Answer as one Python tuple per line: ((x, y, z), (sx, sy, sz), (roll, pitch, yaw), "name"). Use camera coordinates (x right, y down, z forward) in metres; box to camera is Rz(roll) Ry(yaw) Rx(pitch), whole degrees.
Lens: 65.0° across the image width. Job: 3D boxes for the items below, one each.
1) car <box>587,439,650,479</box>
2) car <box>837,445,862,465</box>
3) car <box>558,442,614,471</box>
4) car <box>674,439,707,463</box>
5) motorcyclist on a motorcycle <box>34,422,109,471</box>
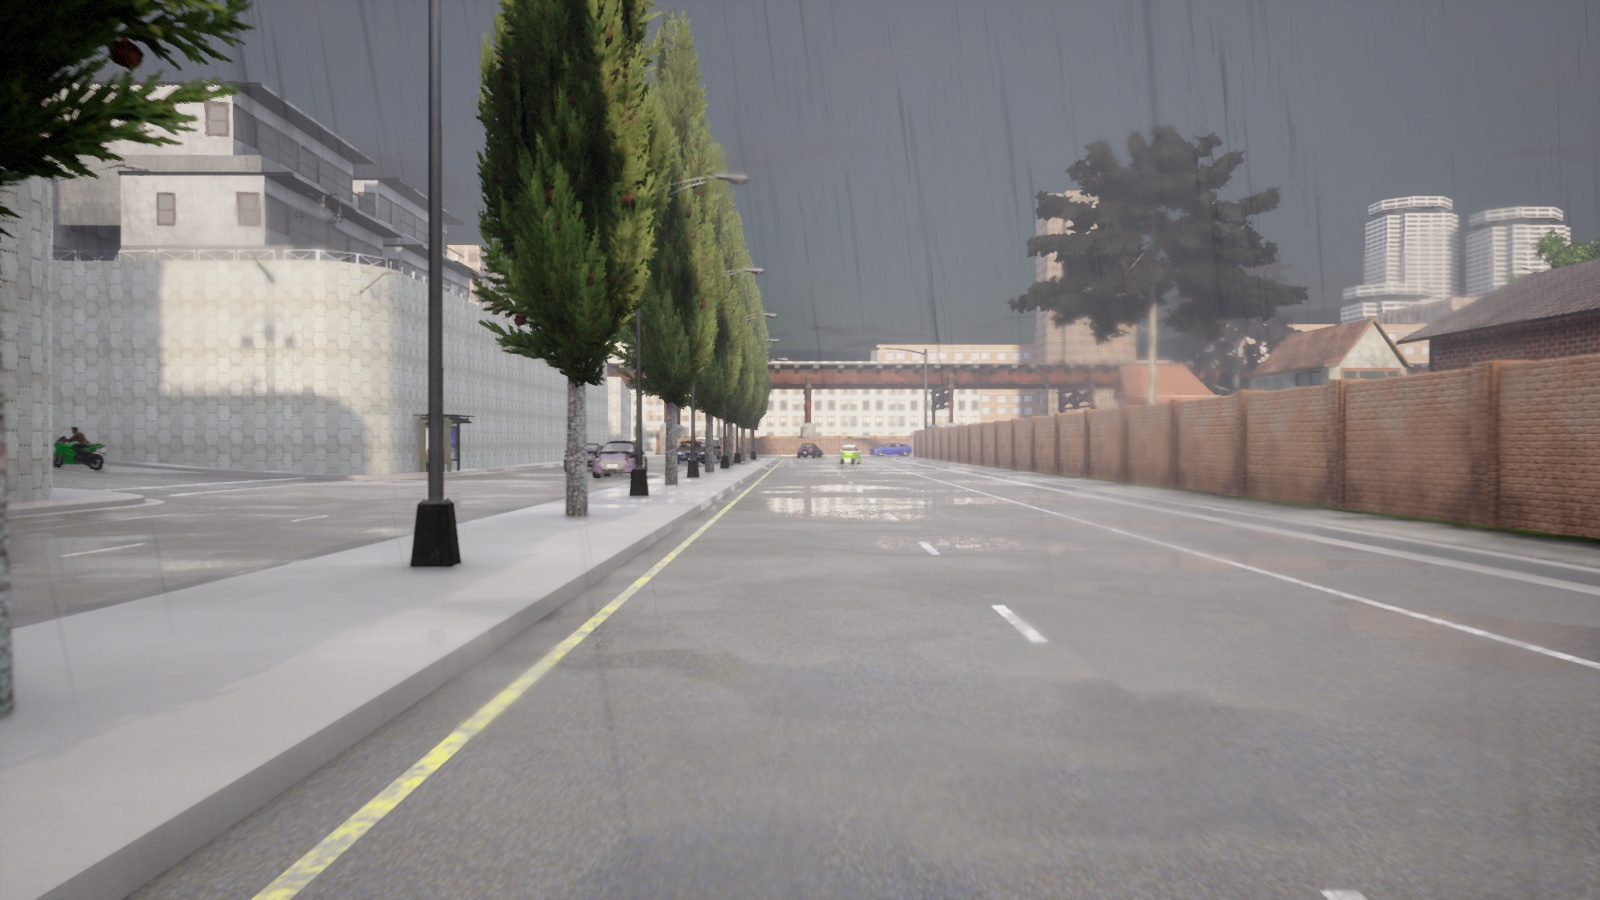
((-7.836, 0.367, 54.736), (2.033, 1.649, 4.856), (0, 0, 0), "car")
((3.447, 0.322, 86.967), (1.481, 1.376, 2.207), (0, 1, 8), "car")
((-11.303, 0.325, 66.591), (2.128, 1.511, 4.902), (0, 0, 0), "car")
((-7.812, 0.089, 89.439), (2.242, 1.667, 4.611), (0, 0, -6), "car")
((-25.545, -0.116, 44.034), (2.044, 1.523, 0.797), (4, -1, 0), "motorcyclist on a motorcycle")
